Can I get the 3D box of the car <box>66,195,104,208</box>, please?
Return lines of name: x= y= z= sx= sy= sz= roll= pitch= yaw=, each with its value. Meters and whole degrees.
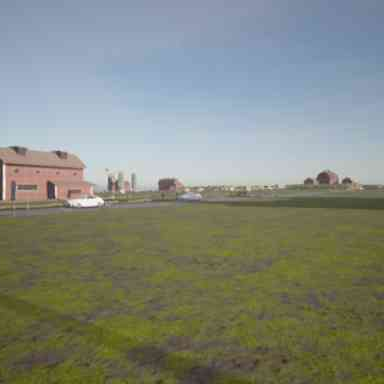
car: x=-12.636 y=1.130 z=39.451 sx=1.812 sy=1.442 sz=4.674 roll=1 pitch=2 yaw=36

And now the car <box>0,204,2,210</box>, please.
car: x=-19.752 y=1.285 z=29.698 sx=1.837 sy=1.490 sz=4.892 roll=1 pitch=1 yaw=36

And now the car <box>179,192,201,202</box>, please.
car: x=-0.262 y=0.814 z=56.294 sx=1.812 sy=1.442 sz=4.674 roll=1 pitch=1 yaw=37
